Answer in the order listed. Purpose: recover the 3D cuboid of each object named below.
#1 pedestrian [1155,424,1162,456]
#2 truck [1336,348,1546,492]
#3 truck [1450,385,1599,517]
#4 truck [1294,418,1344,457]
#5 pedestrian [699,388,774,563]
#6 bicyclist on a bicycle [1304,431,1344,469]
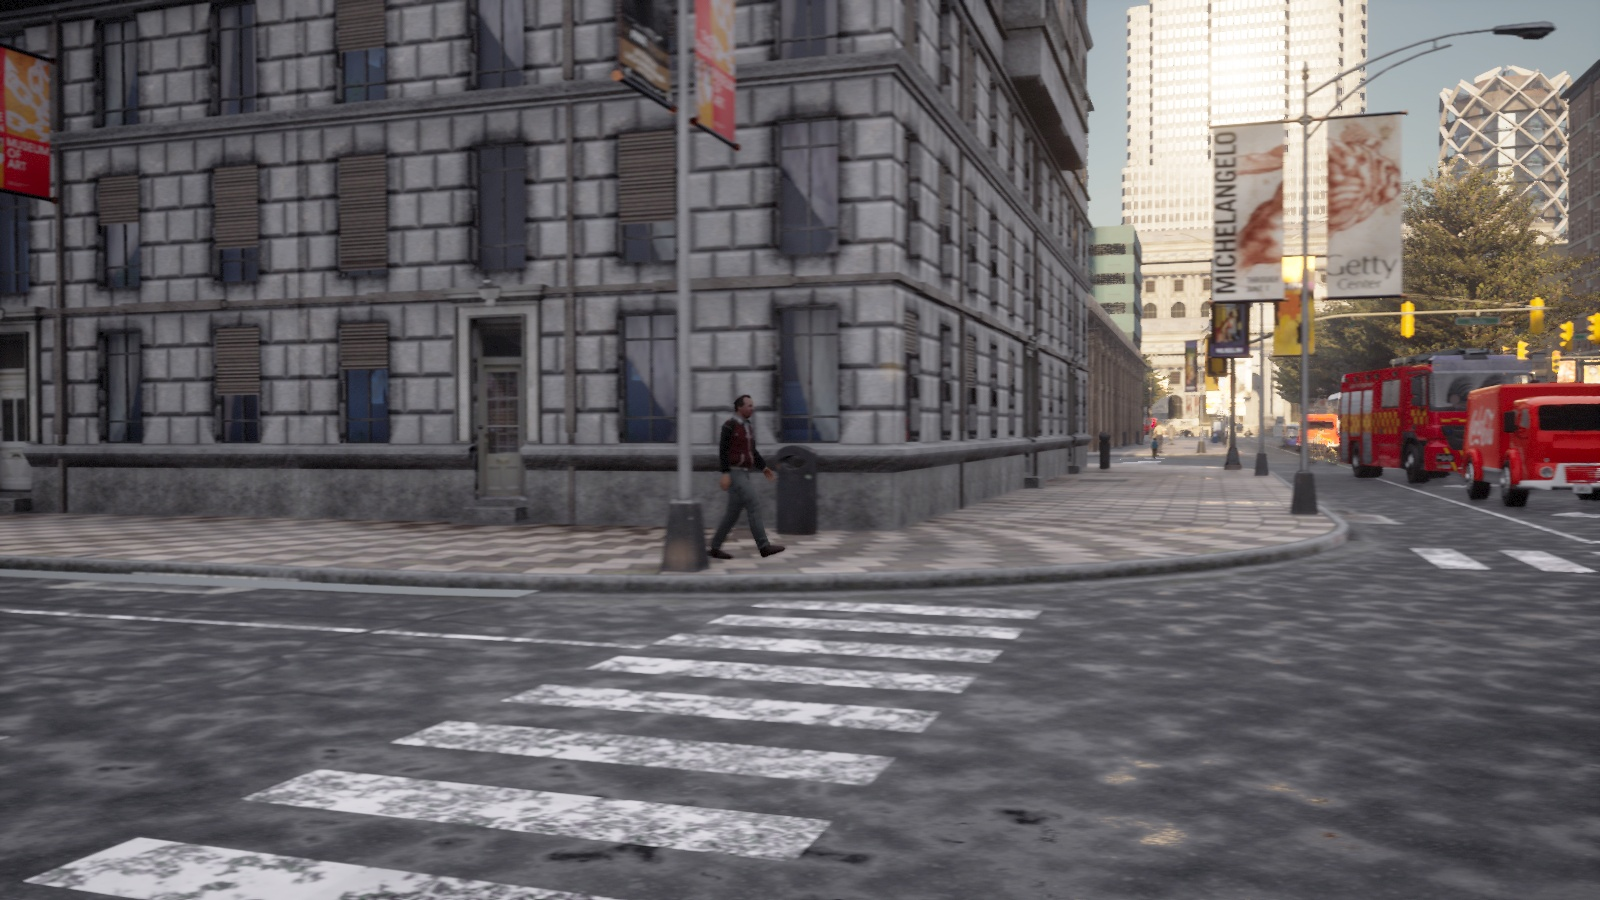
[{"bbox_3d":[20.310,-0.580,71.174,0.345,1.836,0.594,1,1,20],"label":"pedestrian"},{"bbox_3d":[18.924,-0.872,37.795,2.891,3.827,8.468,0,1,7],"label":"truck"},{"bbox_3d":[15.492,-0.021,26.190,2.627,2.467,5.204,1,1,18],"label":"truck"},{"bbox_3d":[33.584,-0.837,81.397,2.627,2.467,5.204,1,1,19],"label":"truck"},{"bbox_3d":[-0.684,0.263,13.560,0.720,1.854,0.376,1,1,20],"label":"pedestrian"},{"bbox_3d":[22.231,-0.007,53.294,1.509,1.612,0.866,1,1,18],"label":"bicyclist on a bicycle"}]
